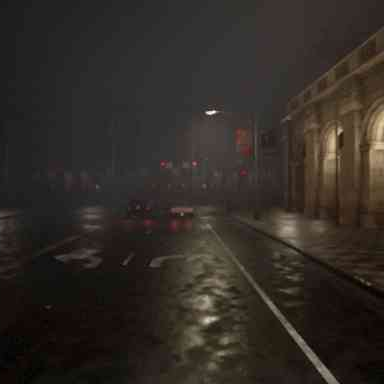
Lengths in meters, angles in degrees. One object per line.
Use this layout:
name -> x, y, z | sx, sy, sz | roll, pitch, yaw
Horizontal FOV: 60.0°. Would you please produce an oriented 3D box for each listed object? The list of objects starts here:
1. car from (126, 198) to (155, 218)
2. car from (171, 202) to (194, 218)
car -> -4.399, 1.276, 28.987 | 2.097, 1.767, 4.553 | 0, 0, -2
car -> -0.812, 1.504, 29.005 | 1.895, 1.301, 4.718 | 0, 0, -1
